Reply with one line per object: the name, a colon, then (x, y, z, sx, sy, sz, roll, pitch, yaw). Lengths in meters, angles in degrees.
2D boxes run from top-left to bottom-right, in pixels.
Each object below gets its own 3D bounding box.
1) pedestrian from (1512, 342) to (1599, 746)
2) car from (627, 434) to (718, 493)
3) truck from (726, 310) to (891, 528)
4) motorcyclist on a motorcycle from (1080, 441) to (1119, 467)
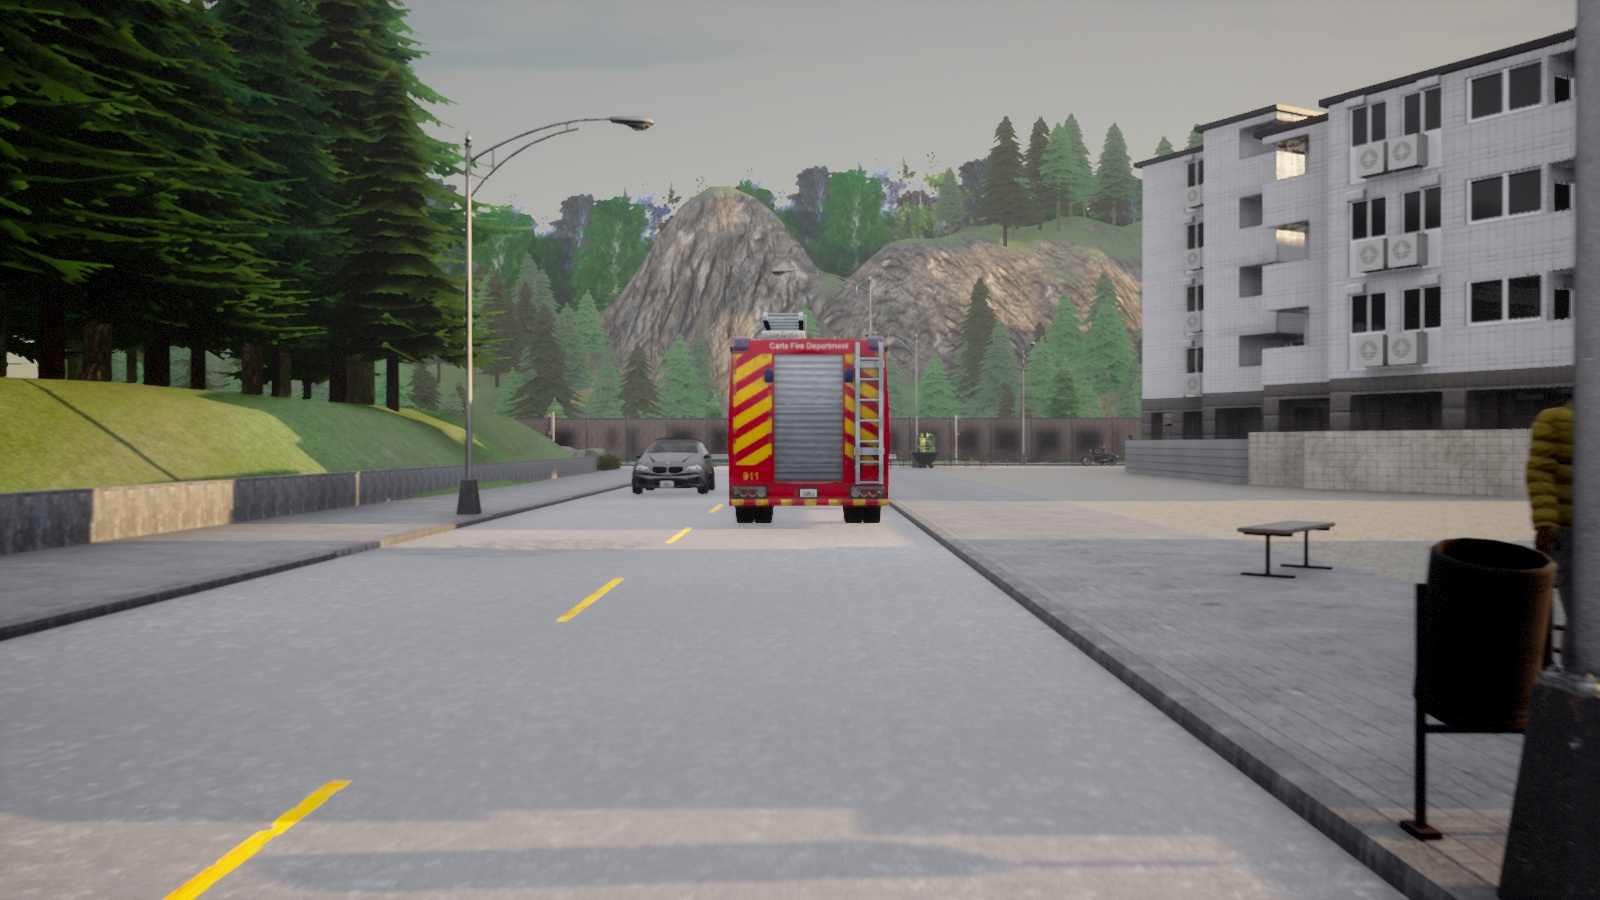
pedestrian: (3.797, 0.426, 5.963, 0.370, 1.835, 0.726, 0, 0, -5)
car: (-3.767, 0.375, 37.792, 2.242, 1.667, 4.611, 0, 0, 0)
truck: (0.169, -0.566, 26.336, 2.891, 3.827, 8.468, 0, 0, 0)
motorcyclist on a motorcycle: (18.978, 0.264, 79.599, 2.350, 1.649, 0.766, 0, 0, 0)
